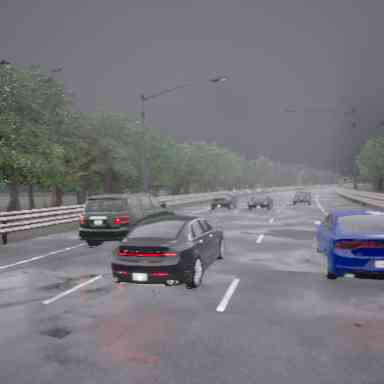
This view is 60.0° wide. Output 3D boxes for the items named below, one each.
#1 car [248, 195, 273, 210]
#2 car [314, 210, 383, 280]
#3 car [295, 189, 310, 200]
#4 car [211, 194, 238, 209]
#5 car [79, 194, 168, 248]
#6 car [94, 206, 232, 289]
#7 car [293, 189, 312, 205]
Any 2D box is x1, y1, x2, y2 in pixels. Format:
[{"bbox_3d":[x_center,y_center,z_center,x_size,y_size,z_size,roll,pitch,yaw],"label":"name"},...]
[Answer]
[{"bbox_3d":[6.356,0.945,30.448,1.895,1.301,4.718,-1,1,18],"label":"car"},{"bbox_3d":[4.424,1.207,8.897,1.882,1.535,5.008,-1,1,16],"label":"car"},{"bbox_3d":[15.750,0.345,47.180,1.812,1.442,4.674,-1,1,21],"label":"car"},{"bbox_3d":[3.153,0.924,31.891,1.837,1.490,4.892,-1,1,18],"label":"car"},{"bbox_3d":[-2.479,1.080,14.126,2.150,2.045,5.566,-1,1,17],"label":"car"},{"bbox_3d":[-0.361,1.378,8.912,1.837,1.490,4.892,-2,1,16],"label":"car"},{"bbox_3d":[11.932,0.642,36.120,2.033,1.411,5.357,-1,1,20],"label":"car"}]
